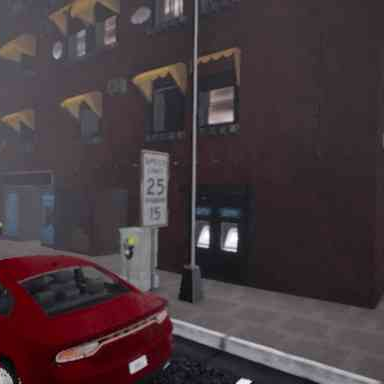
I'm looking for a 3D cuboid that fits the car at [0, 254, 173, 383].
[{"bbox_3d":[-2.308,1.559,4.628,4.507,1.381,1.887,0,0,37],"label":"car"}]
